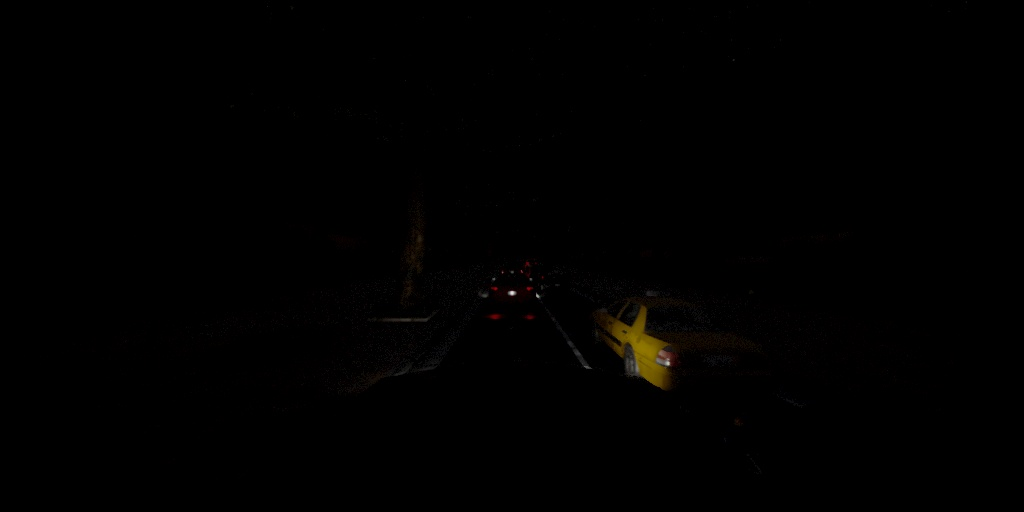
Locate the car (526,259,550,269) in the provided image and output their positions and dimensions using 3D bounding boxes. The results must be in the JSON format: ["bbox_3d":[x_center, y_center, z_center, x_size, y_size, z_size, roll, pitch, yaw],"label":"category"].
[{"bbox_3d":[2.664,1.360,34.388,2.192,1.841,5.009,0,0,0],"label":"car"}]

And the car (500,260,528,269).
[{"bbox_3d":[0.025,1.367,30.929,2.097,1.767,4.553,0,-1,0],"label":"car"}]

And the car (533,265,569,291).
[{"bbox_3d":[2.655,1.502,23.306,2.007,1.370,4.403,0,0,0],"label":"car"}]

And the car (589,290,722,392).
[{"bbox_3d":[2.642,1.325,6.851,1.751,1.417,4.829,0,0,0],"label":"car"}]

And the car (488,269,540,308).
[{"bbox_3d":[0.014,1.452,16.157,1.994,1.385,4.181,0,0,0],"label":"car"}]

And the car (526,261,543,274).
[{"bbox_3d":[3.026,1.524,49.509,2.097,1.767,4.553,0,0,0],"label":"car"}]

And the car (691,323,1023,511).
[{"bbox_3d":[2.637,1.310,1.140,1.948,1.339,4.313,0,0,0],"label":"car"}]
